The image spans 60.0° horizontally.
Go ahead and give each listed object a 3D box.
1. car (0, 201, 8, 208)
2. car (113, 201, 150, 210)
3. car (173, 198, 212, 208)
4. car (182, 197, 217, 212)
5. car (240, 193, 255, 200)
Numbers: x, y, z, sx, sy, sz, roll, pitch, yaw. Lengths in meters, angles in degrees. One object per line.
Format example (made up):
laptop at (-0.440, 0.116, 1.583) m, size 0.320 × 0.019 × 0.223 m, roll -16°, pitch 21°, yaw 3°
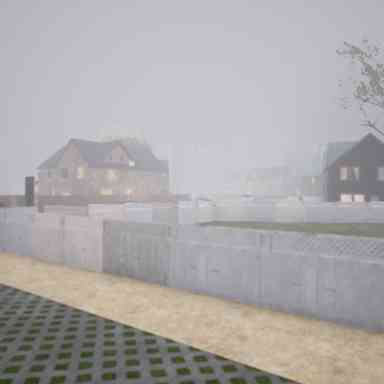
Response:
car at (-13.536, 1.301, 20.307) m, size 2.097 × 1.767 × 4.553 m, roll 2°, pitch 1°, yaw 35°
car at (-6.124, 1.491, 30.206) m, size 2.033 × 1.411 × 5.357 m, roll 2°, pitch 1°, yaw 38°
car at (-0.655, 1.561, 32.536) m, size 2.033 × 1.411 × 5.357 m, roll 2°, pitch 1°, yaw 36°
car at (1.003, 1.447, 40.435) m, size 2.128 × 1.511 × 4.902 m, roll 2°, pitch 1°, yaw 30°
car at (9.174, 1.241, 55.141) m, size 2.150 × 2.045 × 5.566 m, roll 2°, pitch 1°, yaw 10°
